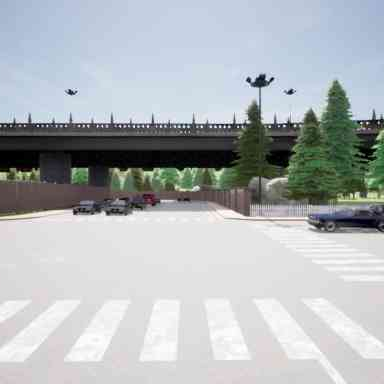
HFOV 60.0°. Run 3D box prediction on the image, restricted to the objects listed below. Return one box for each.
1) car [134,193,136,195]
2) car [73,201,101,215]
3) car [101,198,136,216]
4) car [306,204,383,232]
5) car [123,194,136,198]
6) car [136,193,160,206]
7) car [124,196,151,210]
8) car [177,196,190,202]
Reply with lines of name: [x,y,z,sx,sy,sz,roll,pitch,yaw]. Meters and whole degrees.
car: [-10.874,1.224,67.003,2.150,2.045,5.566,0,0,-7]
car: [-10.575,1.564,33.886,1.994,1.385,4.181,0,0,0]
car: [-7.047,1.564,32.311,1.994,1.385,4.181,0,0,0]
car: [9.050,1.545,18.893,4.718,1.301,1.895,0,0,1]
car: [-10.549,1.526,52.782,1.812,1.442,4.674,0,0,0]
car: [-6.972,1.221,53.269,2.150,2.045,5.566,0,0,0]
car: [-6.979,1.548,42.975,2.033,1.411,5.357,0,0,0]
car: [-1.921,1.553,75.249,1.994,1.385,4.181,0,0,-19]
